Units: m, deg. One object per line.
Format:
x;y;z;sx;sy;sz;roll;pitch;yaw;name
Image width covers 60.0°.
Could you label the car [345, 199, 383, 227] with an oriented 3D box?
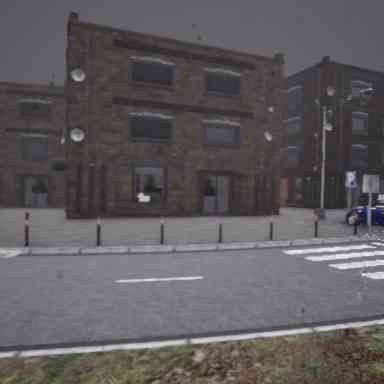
10.985;1.170;18.720;2.185;1.767;4.553;0;1;-23;car
